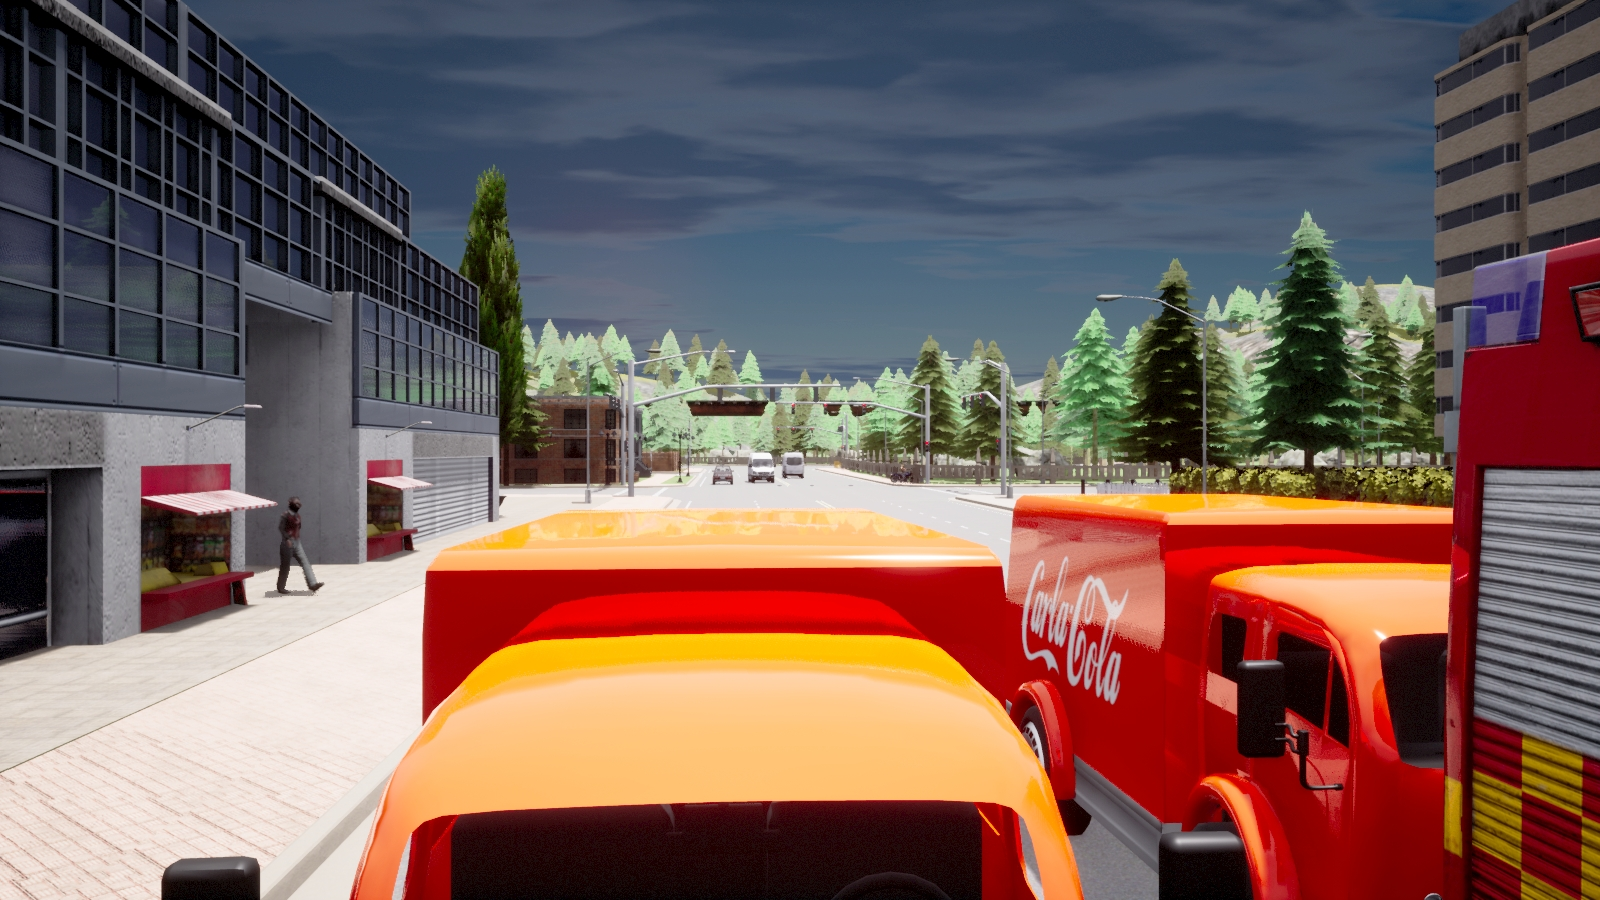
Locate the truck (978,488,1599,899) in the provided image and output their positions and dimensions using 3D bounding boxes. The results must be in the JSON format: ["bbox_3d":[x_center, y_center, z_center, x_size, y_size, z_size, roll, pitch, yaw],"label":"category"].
[{"bbox_3d":[3.003,1.568,7.234,2.627,2.467,5.204,0,0,-4],"label":"truck"}]

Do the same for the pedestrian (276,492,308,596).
[{"bbox_3d":[-9.244,1.698,20.786,0.375,1.860,0.375,0,0,20],"label":"pedestrian"}]

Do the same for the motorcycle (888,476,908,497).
[{"bbox_3d":[5.944,2.205,69.519,0.867,1.251,2.209,0,0,-4],"label":"motorcycle"}]

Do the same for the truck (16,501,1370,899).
[{"bbox_3d":[-0.347,1.568,4.821,2.627,2.467,5.204,0,0,-4],"label":"truck"}]
